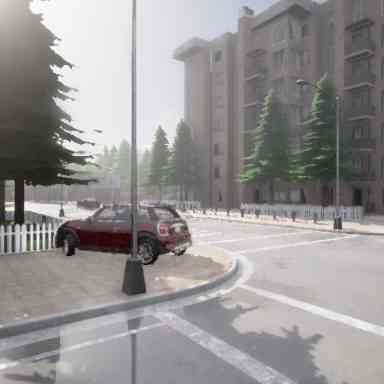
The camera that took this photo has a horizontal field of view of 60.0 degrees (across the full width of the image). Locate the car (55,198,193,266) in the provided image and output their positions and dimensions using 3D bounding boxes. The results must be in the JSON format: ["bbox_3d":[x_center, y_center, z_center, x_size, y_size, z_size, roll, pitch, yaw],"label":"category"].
[{"bbox_3d":[-2.317,1.155,11.016,4.553,1.767,2.097,0,-1,27],"label":"car"}]

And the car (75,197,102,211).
[{"bbox_3d":[-13.483,1.510,43.112,1.882,1.535,5.008,0,0,-36],"label":"car"}]
